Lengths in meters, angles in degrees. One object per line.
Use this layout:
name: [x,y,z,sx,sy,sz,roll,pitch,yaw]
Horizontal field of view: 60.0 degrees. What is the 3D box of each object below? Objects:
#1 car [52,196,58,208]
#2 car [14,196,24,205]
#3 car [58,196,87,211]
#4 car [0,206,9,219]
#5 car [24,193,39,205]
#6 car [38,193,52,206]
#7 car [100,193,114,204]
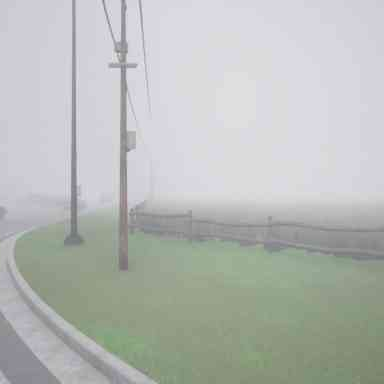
car: [-18.302,1.338,48.717,2.097,1.767,4.553,0,0,-6]
car: [-29.942,1.474,59.366,2.128,1.511,4.902,0,0,-6]
car: [-13.855,1.481,39.593,2.128,1.511,4.902,0,0,-6]
car: [-15.953,1.496,25.641,1.837,1.490,4.892,0,0,-6]
car: [-26.179,1.208,56.975,2.150,2.045,5.566,0,0,-6]
car: [-22.259,1.337,53.017,2.097,1.767,4.553,0,0,-6]
car: [-16.332,1.205,63.921,2.150,2.045,5.566,0,0,-6]
